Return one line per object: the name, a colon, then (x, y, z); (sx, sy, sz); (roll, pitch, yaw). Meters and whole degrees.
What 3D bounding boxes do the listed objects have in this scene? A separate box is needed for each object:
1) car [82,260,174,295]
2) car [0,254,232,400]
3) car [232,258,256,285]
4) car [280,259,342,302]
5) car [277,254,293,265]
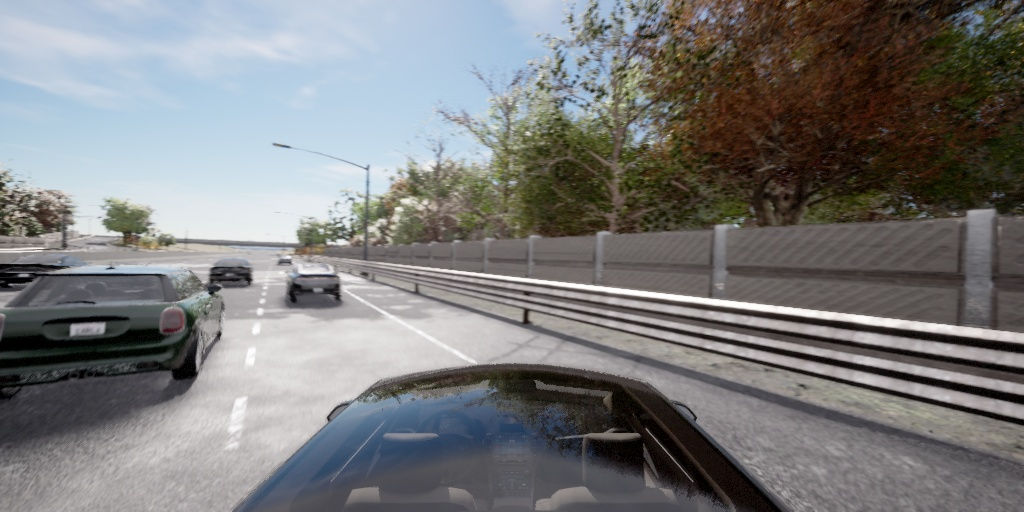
car: (-17.832, 0.909, 16.955); (1.895, 1.301, 4.718); (2, 0, -34)
car: (-6.592, 0.932, 6.354); (2.097, 1.767, 4.553); (2, 0, -34)
car: (-16.535, 0.851, 21.335); (1.882, 1.535, 5.008); (2, 0, -34)
car: (-8.738, 1.062, 15.727); (2.128, 1.511, 4.902); (2, 0, -34)
car: (-34.527, 0.609, 54.580); (2.033, 1.411, 5.357); (2, -1, -34)
